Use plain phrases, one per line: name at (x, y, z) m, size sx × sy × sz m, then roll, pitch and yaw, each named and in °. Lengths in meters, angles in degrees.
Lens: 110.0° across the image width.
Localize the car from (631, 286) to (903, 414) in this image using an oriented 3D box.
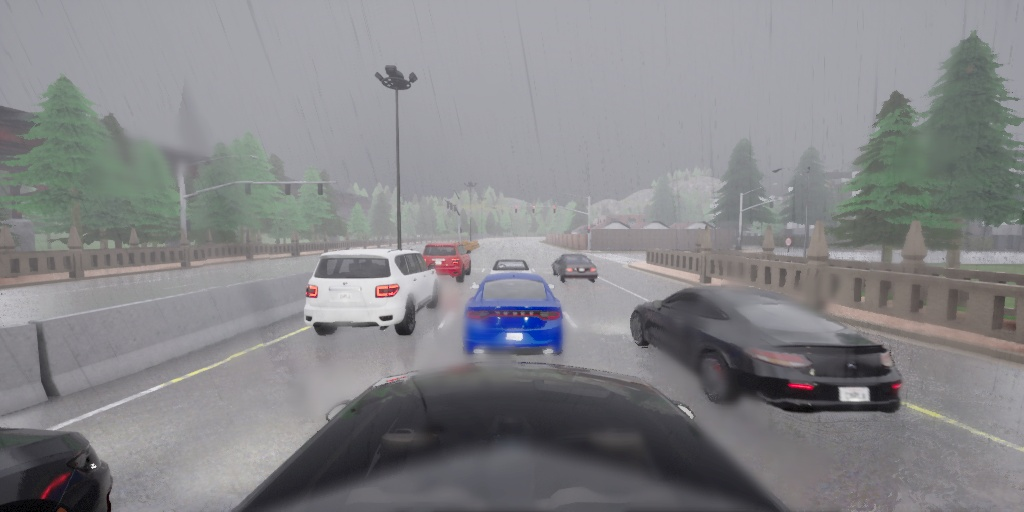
car at (3.559, 1.224, 6.046) m, size 1.812 × 1.442 × 4.674 m, roll 0°, pitch 1°, yaw -1°

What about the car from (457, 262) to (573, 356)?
car at (0.035, 1.115, 8.422) m, size 1.882 × 1.535 × 5.008 m, roll 0°, pitch 2°, yaw 0°

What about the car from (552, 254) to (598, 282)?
car at (3.412, 0.582, 20.194) m, size 2.033 × 1.411 × 5.357 m, roll 0°, pitch 3°, yaw 0°

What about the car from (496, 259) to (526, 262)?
car at (-0.064, 0.796, 17.471) m, size 1.895 × 1.301 × 4.718 m, roll 0°, pitch 3°, yaw -1°

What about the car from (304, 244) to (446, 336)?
car at (-3.480, 0.803, 10.055) m, size 2.150 × 2.045 × 5.566 m, roll 0°, pitch 2°, yaw -1°

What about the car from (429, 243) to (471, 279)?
car at (-3.593, 0.259, 20.044) m, size 2.150 × 2.045 × 5.566 m, roll 0°, pitch 4°, yaw -1°

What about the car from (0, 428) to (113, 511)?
car at (-3.389, 1.254, 0.169) m, size 1.837 × 1.490 × 4.892 m, roll 0°, pitch 0°, yaw -1°
